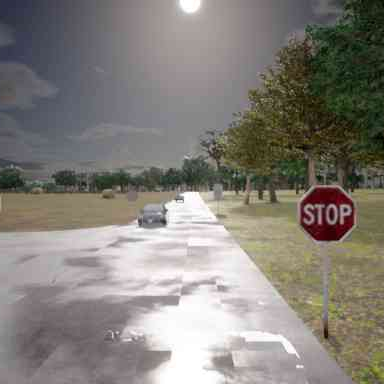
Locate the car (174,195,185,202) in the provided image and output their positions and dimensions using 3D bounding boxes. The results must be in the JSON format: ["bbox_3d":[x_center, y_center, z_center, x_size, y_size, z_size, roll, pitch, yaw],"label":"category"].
[{"bbox_3d":[-2.300,1.173,62.810,1.895,1.301,4.718,0,1,0],"label":"car"}]

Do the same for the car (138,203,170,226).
[{"bbox_3d":[-2.587,1.527,23.252,1.812,1.442,4.674,0,0,0],"label":"car"}]
